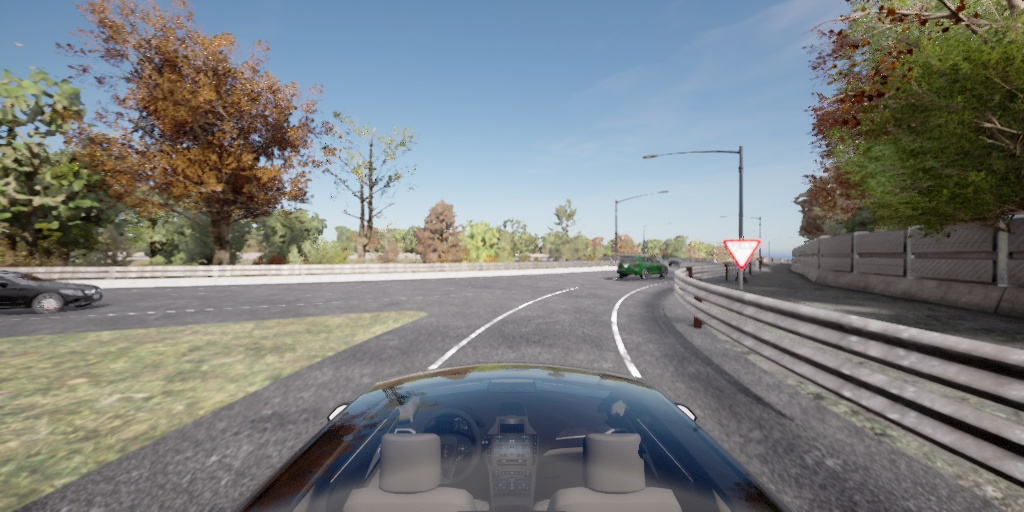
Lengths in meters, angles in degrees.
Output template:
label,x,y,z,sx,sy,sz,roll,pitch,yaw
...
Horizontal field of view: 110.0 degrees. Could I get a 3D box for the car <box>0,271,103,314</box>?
label,x,y,z,sx,sy,sz,roll,pitch,yaw
car,-17.219,1.211,12.038,4.674,1.442,1.812,0,0,-26

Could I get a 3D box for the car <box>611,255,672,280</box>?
label,x,y,z,sx,sy,sz,roll,pitch,yaw
car,11.147,0.928,30.602,5.566,2.045,2.150,0,0,-42
